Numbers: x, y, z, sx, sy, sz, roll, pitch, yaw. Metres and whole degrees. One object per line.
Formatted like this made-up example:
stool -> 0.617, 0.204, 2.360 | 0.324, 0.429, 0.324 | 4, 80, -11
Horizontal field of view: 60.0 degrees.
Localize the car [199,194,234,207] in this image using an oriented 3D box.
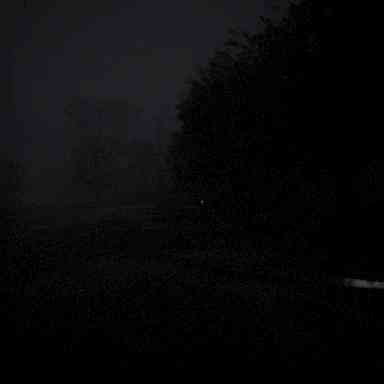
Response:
car -> 2.985, 1.056, 41.133 | 4.892, 1.490, 1.837 | -1, 0, -22
